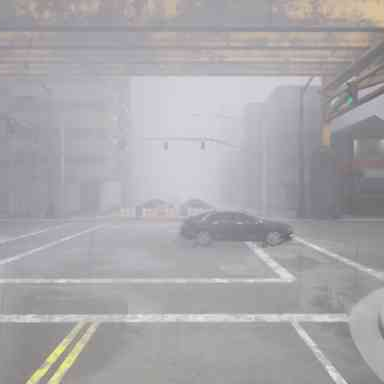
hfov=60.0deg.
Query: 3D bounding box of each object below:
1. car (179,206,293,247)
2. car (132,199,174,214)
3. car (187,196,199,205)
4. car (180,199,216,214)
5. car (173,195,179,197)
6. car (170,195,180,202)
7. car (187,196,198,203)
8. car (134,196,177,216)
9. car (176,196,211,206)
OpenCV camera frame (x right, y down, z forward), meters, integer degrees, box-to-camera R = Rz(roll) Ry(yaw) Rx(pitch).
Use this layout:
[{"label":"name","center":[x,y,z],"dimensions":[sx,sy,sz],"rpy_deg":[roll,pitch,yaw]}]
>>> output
[{"label":"car","center":[1.874,1.495,14.422],"dimensions":[4.892,1.490,1.837],"rpy_deg":[0,0,0]},{"label":"car","center":[-3.626,1.289,31.532],"dimensions":[1.853,1.218,4.536],"rpy_deg":[0,0,25]},{"label":"car","center":[0.142,1.441,57.774],"dimensions":[2.038,1.542,4.974],"rpy_deg":[0,0,0]},{"label":"car","center":[0.494,1.289,31.227],"dimensions":[1.853,1.218,4.536],"rpy_deg":[0,0,-20]},{"label":"car","center":[-3.289,1.440,66.296],"dimensions":[2.038,1.542,4.974],"rpy_deg":[0,0,0]},{"label":"car","center":[-3.290,1.282,66.348],"dimensions":[1.853,1.218,4.536],"rpy_deg":[0,0,0]},{"label":"car","center":[0.142,1.284,57.826],"dimensions":[1.853,1.218,4.536],"rpy_deg":[0,0,0]},{"label":"car","center":[-3.648,1.447,31.485],"dimensions":[2.038,1.542,4.974],"rpy_deg":[0,0,25]},{"label":"car","center":[0.513,1.447,31.178],"dimensions":[2.038,1.542,4.974],"rpy_deg":[0,0,-20]}]
